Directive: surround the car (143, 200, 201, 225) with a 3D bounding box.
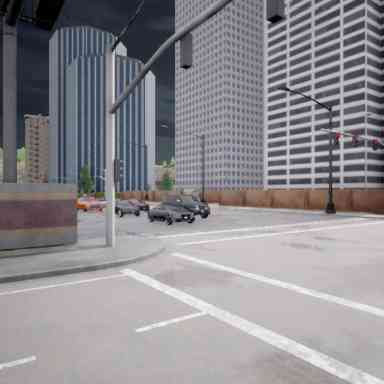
[{"bbox_3d":[-1.563,1.564,24.257,1.994,1.385,4.181,0,0,-35],"label":"car"}]

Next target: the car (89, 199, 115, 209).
[{"bbox_3d":[-12.429,1.601,45.744,1.895,1.301,4.718,0,0,-35],"label":"car"}]

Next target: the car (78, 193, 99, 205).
[{"bbox_3d":[-19.256,1.222,61.786,2.150,2.045,5.566,0,0,-35],"label":"car"}]

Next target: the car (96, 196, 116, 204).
[{"bbox_3d":[-16.667,1.547,64.169,2.033,1.411,5.357,0,0,-34],"label":"car"}]

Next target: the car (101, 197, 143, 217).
[{"bbox_3d":[-6.541,1.505,31.303,1.837,1.490,4.892,0,0,-35],"label":"car"}]

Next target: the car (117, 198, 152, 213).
[{"bbox_3d":[-6.508,1.478,37.328,1.882,1.535,5.008,0,0,-35],"label":"car"}]

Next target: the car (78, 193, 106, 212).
[{"bbox_3d":[-12.189,1.352,39.315,2.097,1.767,4.553,0,0,-35],"label":"car"}]

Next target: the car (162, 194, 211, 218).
[{"bbox_3d":[-0.715,1.221,29.123,2.150,2.045,5.566,0,0,-35],"label":"car"}]
